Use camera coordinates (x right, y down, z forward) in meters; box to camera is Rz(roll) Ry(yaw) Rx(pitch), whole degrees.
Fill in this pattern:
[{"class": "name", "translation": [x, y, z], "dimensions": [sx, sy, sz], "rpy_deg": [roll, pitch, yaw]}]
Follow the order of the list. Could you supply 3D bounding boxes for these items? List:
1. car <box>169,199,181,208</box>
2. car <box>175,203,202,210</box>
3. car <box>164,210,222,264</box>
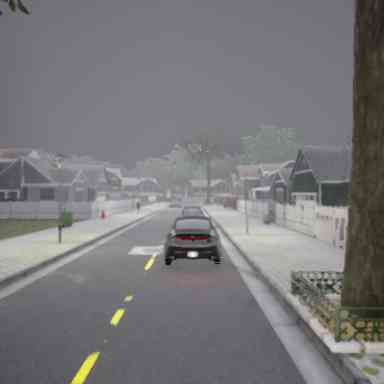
[{"class": "car", "translation": [-2.822, 1.998, 56.723], "dimensions": [1.837, 1.490, 4.892], "rpy_deg": [0, 0, 0]}, {"class": "car", "translation": [0.017, 1.777, 25.148], "dimensions": [2.033, 1.411, 5.357], "rpy_deg": [0, 0, 0]}, {"class": "car", "translation": [0.043, 1.619, 12.283], "dimensions": [1.837, 1.490, 4.892], "rpy_deg": [0, 0, 1]}]
